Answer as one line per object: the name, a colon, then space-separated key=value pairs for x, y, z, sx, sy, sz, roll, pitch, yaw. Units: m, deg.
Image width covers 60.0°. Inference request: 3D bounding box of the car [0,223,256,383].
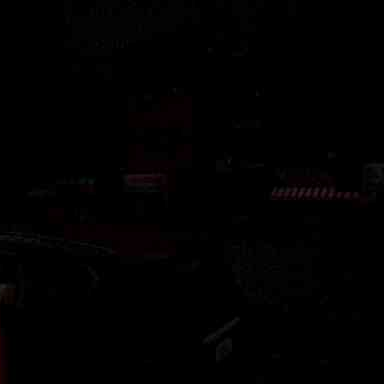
car: x=-1.696 y=1.317 z=4.012 sx=5.009 sy=1.841 sz=2.192 roll=0 pitch=0 yaw=36
